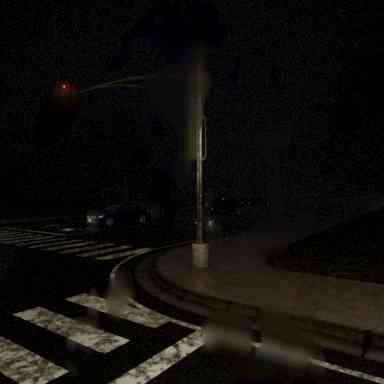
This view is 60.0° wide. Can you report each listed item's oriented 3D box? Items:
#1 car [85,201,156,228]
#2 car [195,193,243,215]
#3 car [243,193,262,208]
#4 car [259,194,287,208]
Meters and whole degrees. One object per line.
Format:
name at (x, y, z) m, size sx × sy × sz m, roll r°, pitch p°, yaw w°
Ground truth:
car at (-4.850, 1.465, 22.169) m, size 1.812 × 1.442 × 4.674 m, roll 0°, pitch 0°, yaw 36°
car at (2.539, 1.113, 32.754) m, size 2.150 × 2.045 × 5.566 m, roll 0°, pitch 0°, yaw 35°
car at (8.238, 1.089, 46.554) m, size 2.150 × 2.045 × 5.566 m, roll 0°, pitch 0°, yaw 35°
car at (11.388, 1.360, 45.378) m, size 1.837 × 1.490 × 4.892 m, roll 0°, pitch -1°, yaw 35°
